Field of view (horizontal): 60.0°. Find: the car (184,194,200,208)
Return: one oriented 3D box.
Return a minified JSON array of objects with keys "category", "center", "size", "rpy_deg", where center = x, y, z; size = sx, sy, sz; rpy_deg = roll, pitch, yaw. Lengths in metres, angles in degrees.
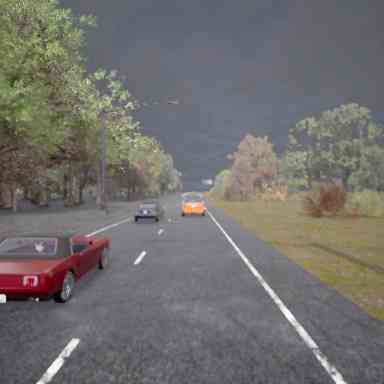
[{"category":"car","center":[0.070,1.247,45.571],"size":[2.097,1.767,4.553],"rpy_deg":[0,0,0]}]

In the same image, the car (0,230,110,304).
[{"category":"car","center":[-3.399,1.582,8.062],"size":[1.895,1.301,4.718],"rpy_deg":[0,0,0]}]

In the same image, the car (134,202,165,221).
[{"category":"car","center":[-3.266,1.486,26.080],"size":[2.033,1.411,5.357],"rpy_deg":[0,0,1]}]

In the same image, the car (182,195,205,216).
[{"category":"car","center":[0.110,1.277,31.666],"size":[2.097,1.767,4.553],"rpy_deg":[0,0,0]}]
